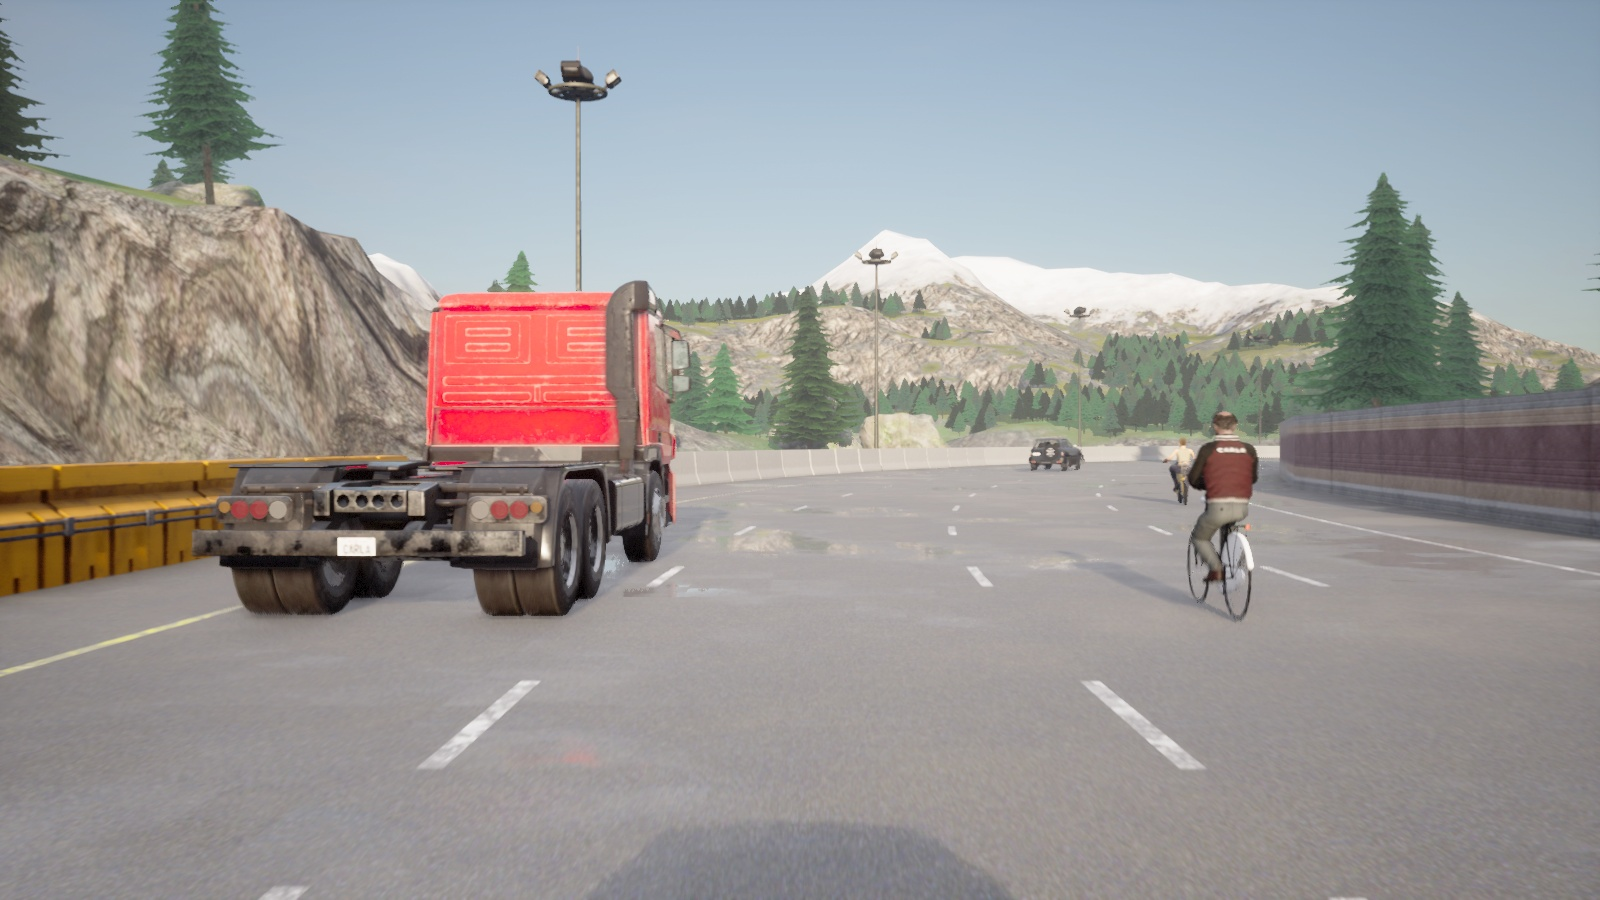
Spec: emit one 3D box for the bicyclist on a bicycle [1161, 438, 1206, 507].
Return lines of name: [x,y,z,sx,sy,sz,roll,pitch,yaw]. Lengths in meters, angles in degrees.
bicyclist on a bicycle: [9.228,0.520,30.273,0.866,1.612,1.509,0,0,10]

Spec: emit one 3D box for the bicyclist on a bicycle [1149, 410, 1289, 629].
bicyclist on a bicycle: [3.659,0.557,11.134,0.659,1.776,1.843,1,1,2]

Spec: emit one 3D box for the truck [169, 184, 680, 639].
truck: [-3.254,-0.314,13.558,2.891,3.462,7.936,0,0,2]

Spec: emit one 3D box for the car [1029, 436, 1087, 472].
car: [13.714,0.198,66.687,1.932,1.855,4.605,0,0,26]
